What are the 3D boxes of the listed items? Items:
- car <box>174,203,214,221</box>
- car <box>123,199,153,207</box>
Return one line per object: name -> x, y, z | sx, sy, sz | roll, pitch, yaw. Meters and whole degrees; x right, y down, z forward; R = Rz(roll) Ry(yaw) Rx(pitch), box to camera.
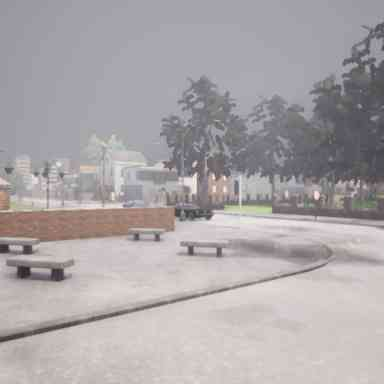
car -> -0.264, 1.601, 27.402 | 1.895, 1.301, 4.718 | 0, 0, -35
car -> -5.786, 1.526, 35.216 | 1.812, 1.442, 4.674 | 0, 0, -35
